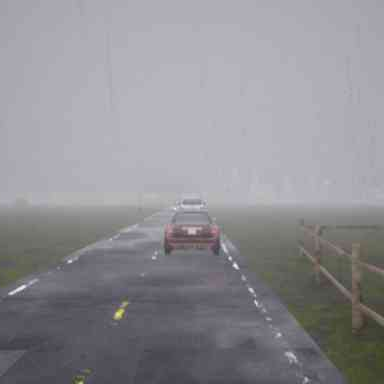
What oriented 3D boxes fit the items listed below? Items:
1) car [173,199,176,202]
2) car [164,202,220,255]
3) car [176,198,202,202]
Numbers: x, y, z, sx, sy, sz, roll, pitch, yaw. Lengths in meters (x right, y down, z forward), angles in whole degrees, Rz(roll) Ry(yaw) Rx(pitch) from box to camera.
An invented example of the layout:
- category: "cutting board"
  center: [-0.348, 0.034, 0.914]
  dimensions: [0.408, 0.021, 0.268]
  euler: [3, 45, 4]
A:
- category: "car"
  center: [-2.749, 2.130, 65.683]
  dimensions: [2.128, 1.511, 4.902]
  euler: [0, -1, 0]
- category: "car"
  center: [0.006, 1.485, 14.084]
  dimensions: [2.097, 1.767, 4.553]
  euler: [0, -1, 0]
- category: "car"
  center: [0.010, 1.495, 29.049]
  dimensions: [2.150, 2.045, 5.566]
  euler: [0, 0, 0]
